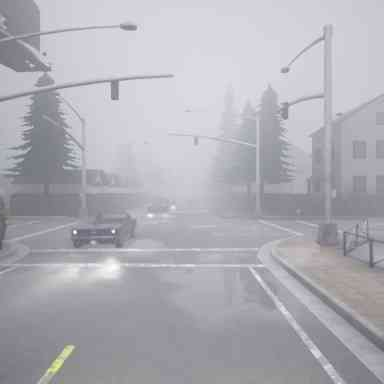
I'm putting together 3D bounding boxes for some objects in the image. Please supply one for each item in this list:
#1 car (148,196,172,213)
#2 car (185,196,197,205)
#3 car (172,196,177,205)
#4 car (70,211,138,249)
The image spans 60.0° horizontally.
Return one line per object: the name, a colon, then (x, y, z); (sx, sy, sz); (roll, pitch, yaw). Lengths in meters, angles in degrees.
car: (-3.674, 1.353, 37.058); (2.097, 1.767, 4.553); (0, 0, 0)
car: (-0.121, 1.490, 59.259); (2.128, 1.511, 4.902); (0, 0, 0)
car: (-3.637, 1.492, 57.215); (2.128, 1.511, 4.902); (0, 0, 0)
car: (-3.658, 1.548, 14.542); (1.895, 1.301, 4.718); (-1, 0, 0)
